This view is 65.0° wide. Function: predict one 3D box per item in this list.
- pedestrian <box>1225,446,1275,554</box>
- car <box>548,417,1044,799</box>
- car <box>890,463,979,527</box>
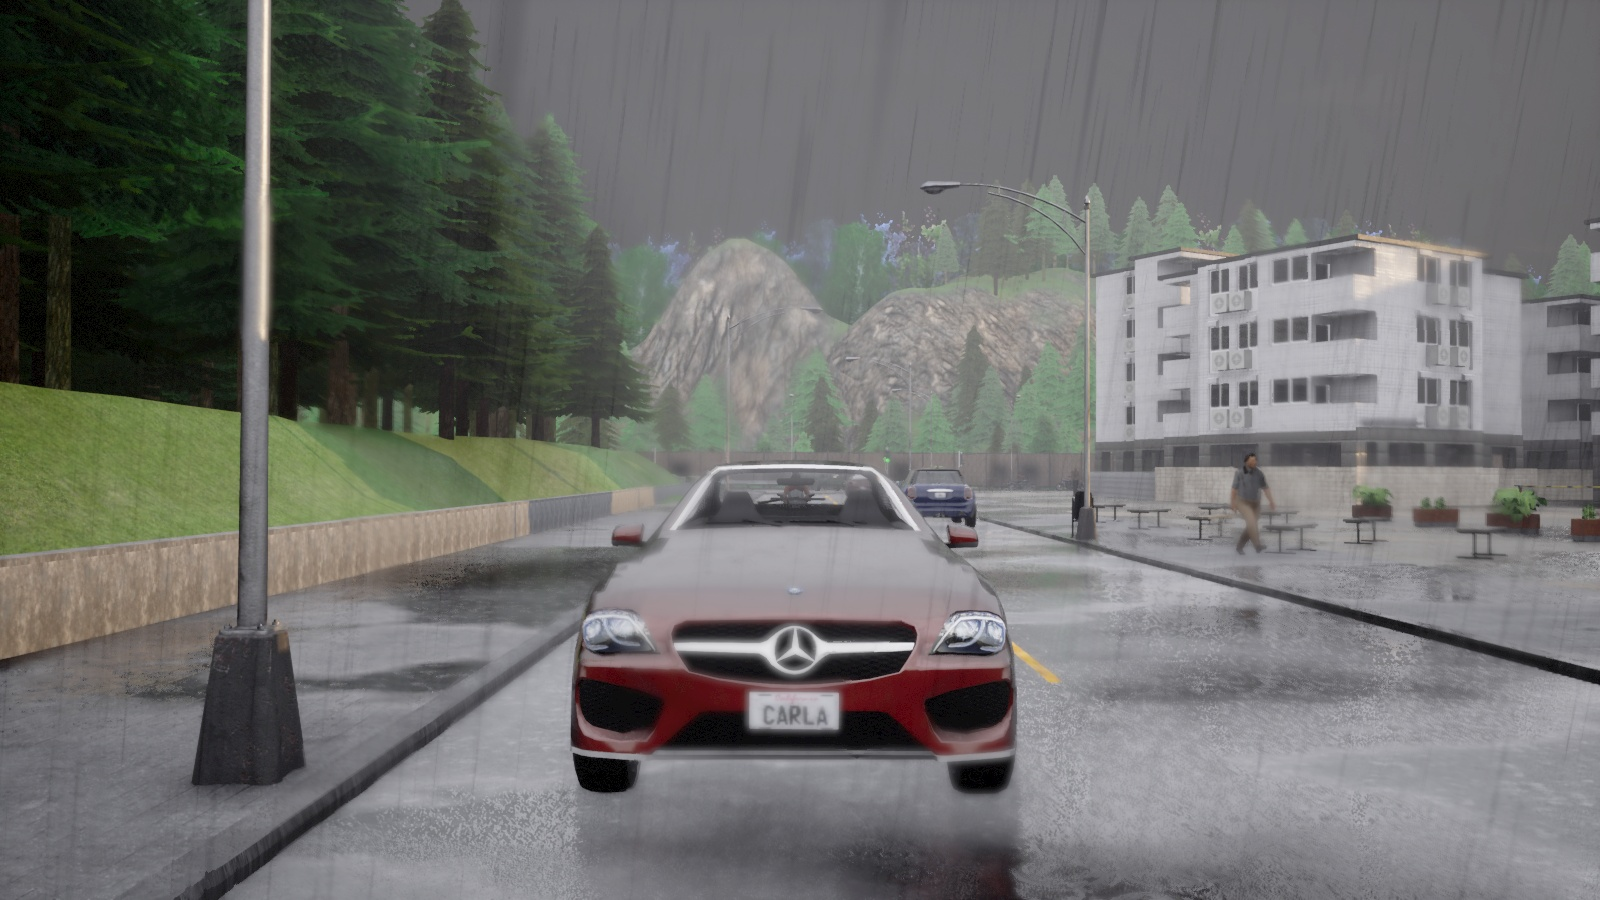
[{"bbox_3d":[7.825,0.859,21.830,0.540,1.848,0.694,0,-1,-8],"label":"pedestrian"},{"bbox_3d":[-0.024,0.727,7.983,2.152,1.651,5.027,0,-1,0],"label":"car"},{"bbox_3d":[3.894,1.279,37.105,2.097,1.767,4.553,0,-1,0],"label":"car"}]
